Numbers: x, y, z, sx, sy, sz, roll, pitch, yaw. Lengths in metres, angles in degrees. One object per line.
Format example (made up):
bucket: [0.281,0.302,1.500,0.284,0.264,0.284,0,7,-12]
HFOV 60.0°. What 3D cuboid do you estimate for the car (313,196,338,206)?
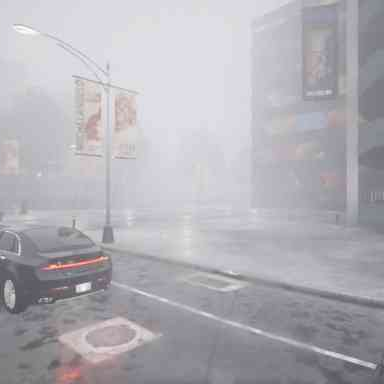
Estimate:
car: [21.754,1.413,53.937,2.161,1.482,4.786,0,0,43]

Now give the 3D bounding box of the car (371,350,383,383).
car: [3.773,1.547,1.434,5.357,1.411,2.033,0,0,32]

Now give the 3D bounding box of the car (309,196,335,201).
car: [16.349,1.320,42.252,2.002,1.452,4.674,0,0,43]

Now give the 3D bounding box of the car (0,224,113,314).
car: [-3.776,1.505,7.753,4.892,1.490,1.837,0,0,43]
